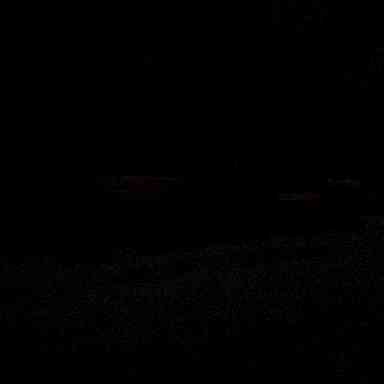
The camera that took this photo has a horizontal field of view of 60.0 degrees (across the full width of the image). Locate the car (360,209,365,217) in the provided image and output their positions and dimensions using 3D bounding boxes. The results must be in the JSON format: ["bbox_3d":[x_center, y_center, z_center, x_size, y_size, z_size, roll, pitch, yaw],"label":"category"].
[{"bbox_3d":[17.595,2.189,39.113,1.882,1.535,5.008,-1,-1,-36],"label":"car"}]
